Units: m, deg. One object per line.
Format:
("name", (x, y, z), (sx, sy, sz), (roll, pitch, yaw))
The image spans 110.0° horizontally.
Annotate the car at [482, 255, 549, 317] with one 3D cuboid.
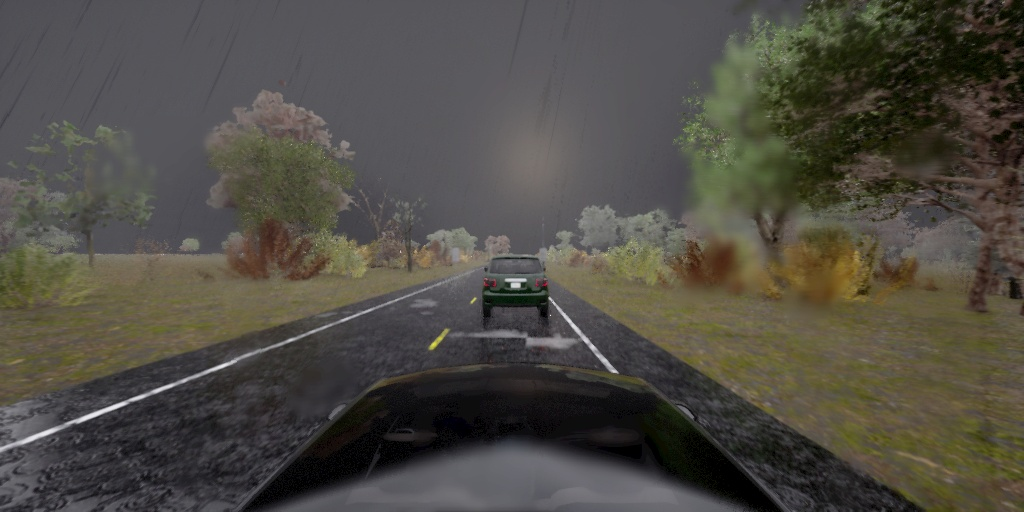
("car", (0.118, 0.971, 13.377), (2.150, 2.045, 5.566), (0, 0, 0))
